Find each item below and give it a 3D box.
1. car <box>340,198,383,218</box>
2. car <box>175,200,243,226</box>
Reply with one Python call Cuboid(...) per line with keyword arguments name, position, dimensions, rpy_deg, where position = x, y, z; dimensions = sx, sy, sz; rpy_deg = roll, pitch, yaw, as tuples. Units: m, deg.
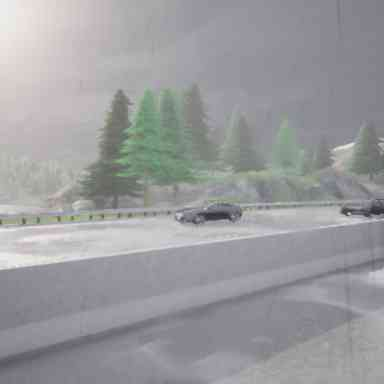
Cuboid(name="car", position=(14.049, 1.209, 26.202), dimensions=(5.357, 1.411, 2.033), rpy_deg=(-1, 0, -30))
Cuboid(name="car", position=(1.196, 1.319, 21.964), dimensions=(4.902, 1.511, 2.128), rpy_deg=(-1, 0, -35))
